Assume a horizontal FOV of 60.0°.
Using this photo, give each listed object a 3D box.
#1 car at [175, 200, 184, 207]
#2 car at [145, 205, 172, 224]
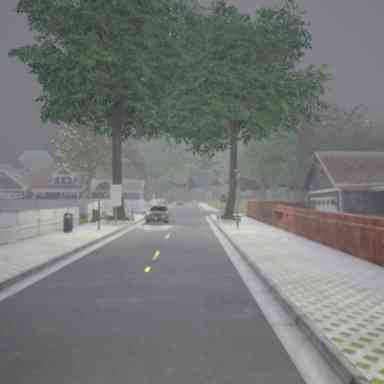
[{"bbox_3d":[-2.711,2.613,75.627,2.033,1.411,5.357,0,-1,0],"label":"car"},{"bbox_3d":[-2.782,1.881,28.181,1.837,1.490,4.892,0,-1,0],"label":"car"}]
